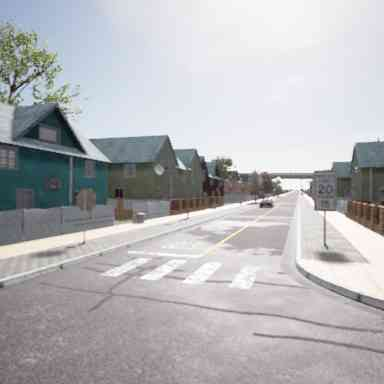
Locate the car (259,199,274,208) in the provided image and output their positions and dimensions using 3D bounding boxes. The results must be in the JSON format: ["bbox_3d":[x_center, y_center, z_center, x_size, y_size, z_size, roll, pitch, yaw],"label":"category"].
[{"bbox_3d":[11.284,1.645,50.160,1.895,1.301,4.718,0,0,18],"label":"car"}]
